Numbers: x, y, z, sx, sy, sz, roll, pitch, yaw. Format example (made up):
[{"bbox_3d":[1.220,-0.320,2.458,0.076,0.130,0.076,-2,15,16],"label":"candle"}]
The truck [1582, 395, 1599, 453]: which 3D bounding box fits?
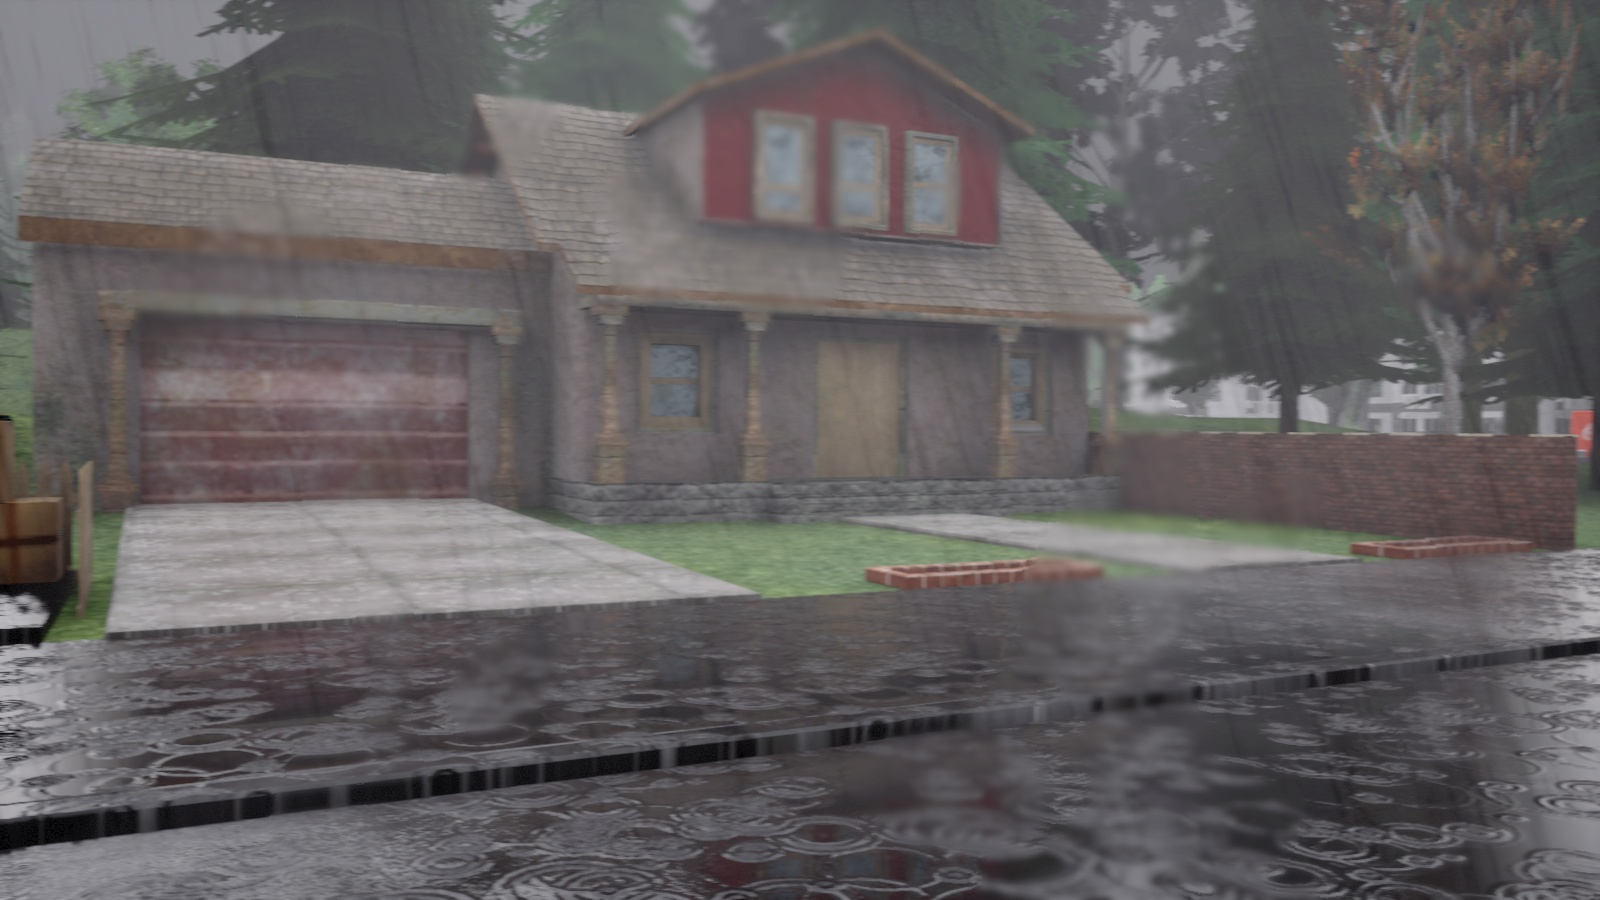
[{"bbox_3d":[35.936,-1.094,52.220,2.627,2.467,5.204,-1,1,-26],"label":"truck"}]
